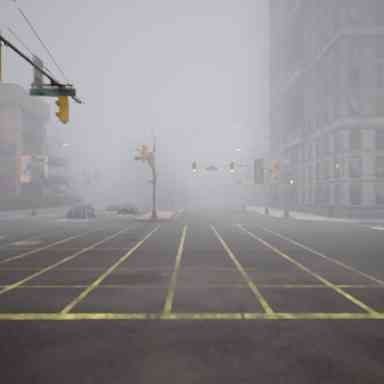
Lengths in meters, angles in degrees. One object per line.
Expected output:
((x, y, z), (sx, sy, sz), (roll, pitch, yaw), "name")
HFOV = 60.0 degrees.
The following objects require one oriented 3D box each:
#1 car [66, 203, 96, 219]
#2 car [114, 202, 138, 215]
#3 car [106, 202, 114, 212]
((-11.412, 1.974, 34.424), (1.837, 1.490, 4.892), (0, -1, 0), "car")
((-7.983, 2.124, 41.578), (1.994, 1.385, 4.181), (0, -1, 0), "car")
((-11.434, 2.234, 49.593), (1.994, 1.385, 4.181), (0, -1, 0), "car")
